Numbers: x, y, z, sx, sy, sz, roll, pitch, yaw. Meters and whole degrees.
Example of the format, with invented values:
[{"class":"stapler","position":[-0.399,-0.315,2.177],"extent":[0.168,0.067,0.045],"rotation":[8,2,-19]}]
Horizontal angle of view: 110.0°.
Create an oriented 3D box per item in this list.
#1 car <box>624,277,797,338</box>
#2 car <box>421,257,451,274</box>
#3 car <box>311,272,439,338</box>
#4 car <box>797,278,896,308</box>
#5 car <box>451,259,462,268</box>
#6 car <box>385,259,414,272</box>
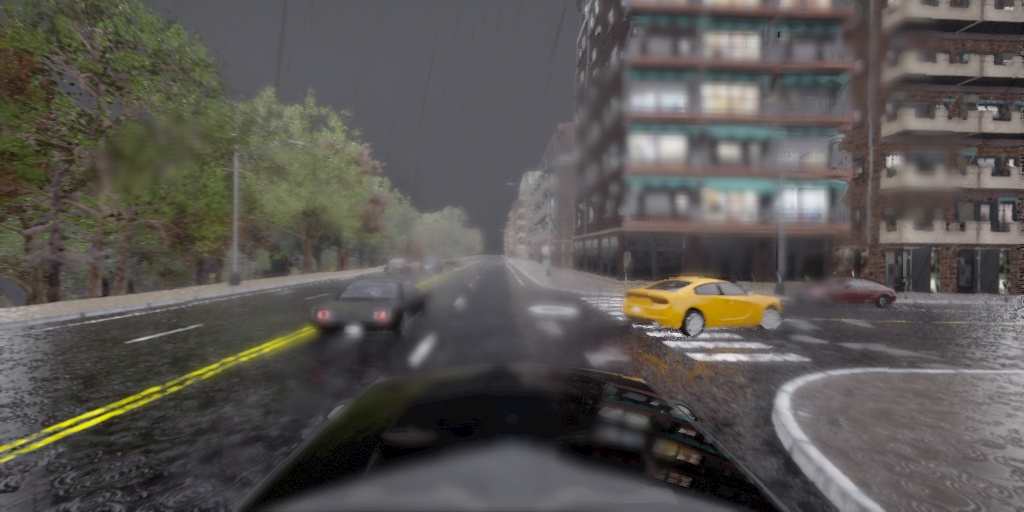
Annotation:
[{"class":"car","position":[5.772,1.390,10.731],"extent":[5.008,1.535,1.882],"rotation":[1,-2,-21]},{"class":"car","position":[-7.848,1.007,36.028],"extent":[2.128,1.511,4.902],"rotation":[1,0,-2]},{"class":"car","position":[-3.499,1.319,10.037],"extent":[1.895,1.301,4.718],"rotation":[1,0,-2]},{"class":"car","position":[15.699,1.698,17.014],"extent":[4.207,1.307,1.802],"rotation":[0,0,-2]},{"class":"car","position":[-8.373,1.041,51.774],"extent":[1.895,1.301,4.718],"rotation":[1,0,-2]},{"class":"car","position":[-11.083,1.009,35.508],"extent":[1.812,1.442,4.674],"rotation":[1,0,-2]}]
